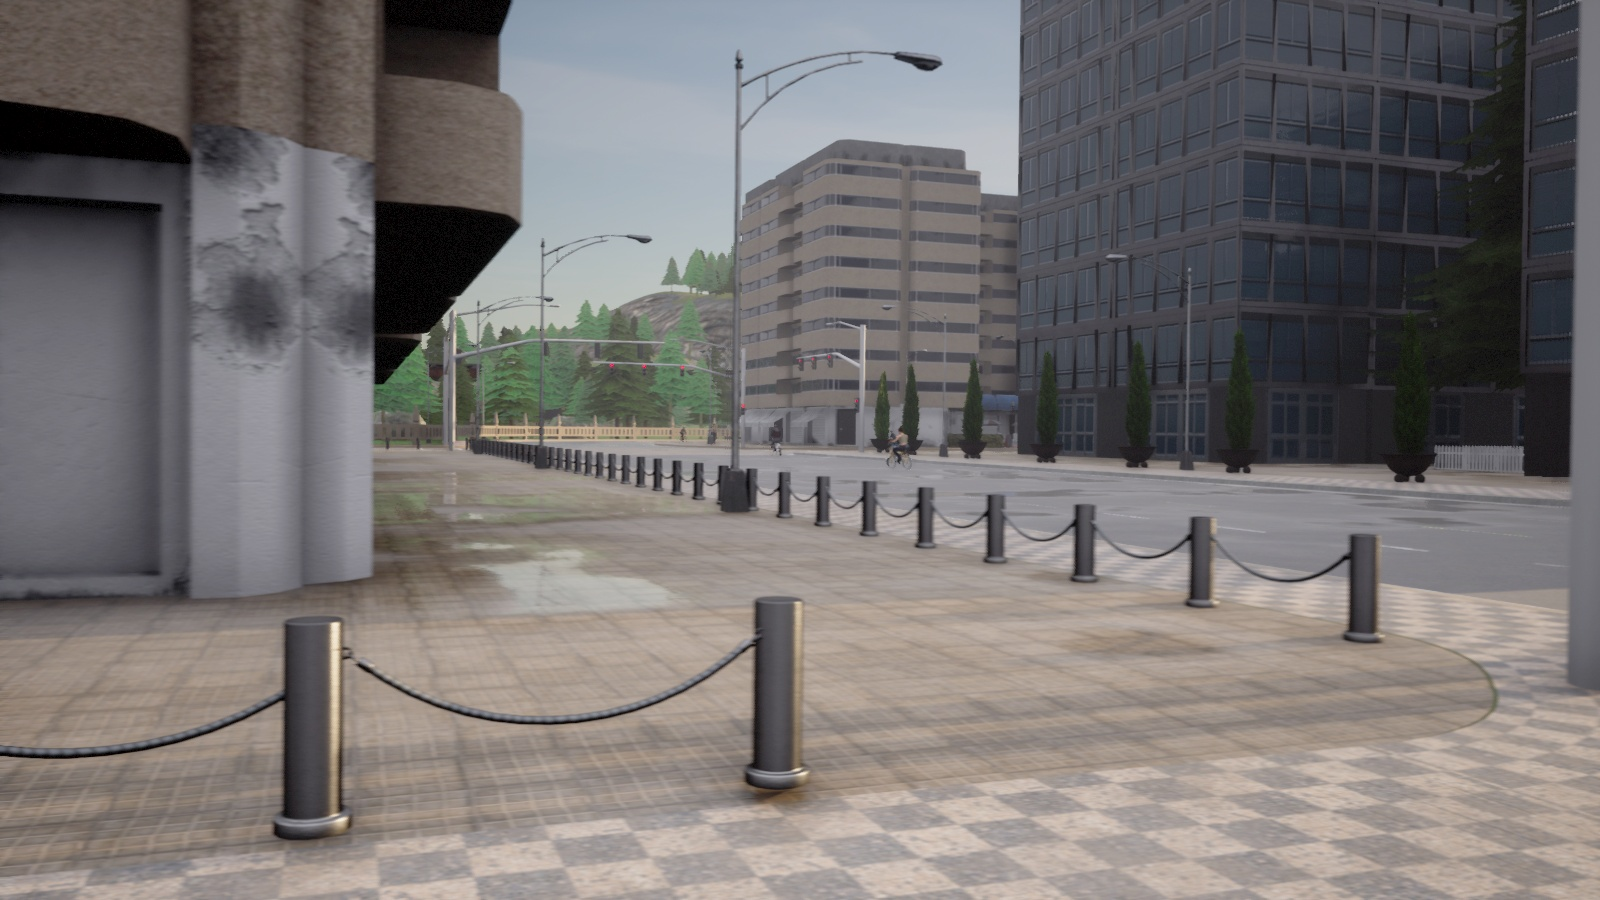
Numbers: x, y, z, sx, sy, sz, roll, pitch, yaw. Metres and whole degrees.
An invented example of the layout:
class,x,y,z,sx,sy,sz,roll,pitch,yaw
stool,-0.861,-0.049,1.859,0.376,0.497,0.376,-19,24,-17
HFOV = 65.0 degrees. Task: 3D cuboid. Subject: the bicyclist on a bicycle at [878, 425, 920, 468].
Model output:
class,x,y,z,sx,sy,sz,roll,pitch,yaw
bicyclist on a bicycle,3.766,-0.135,47.862,0.866,1.612,1.509,-1,1,-33
